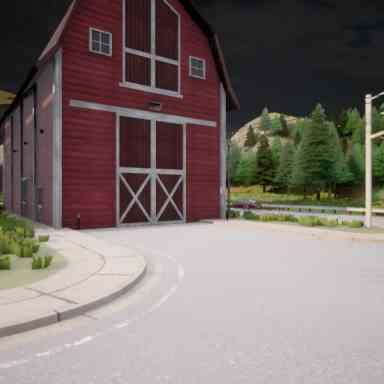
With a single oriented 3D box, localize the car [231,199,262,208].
[{"bbox_3d":[6.695,1.550,41.711,1.812,1.442,4.674,0,0,-35],"label":"car"}]
